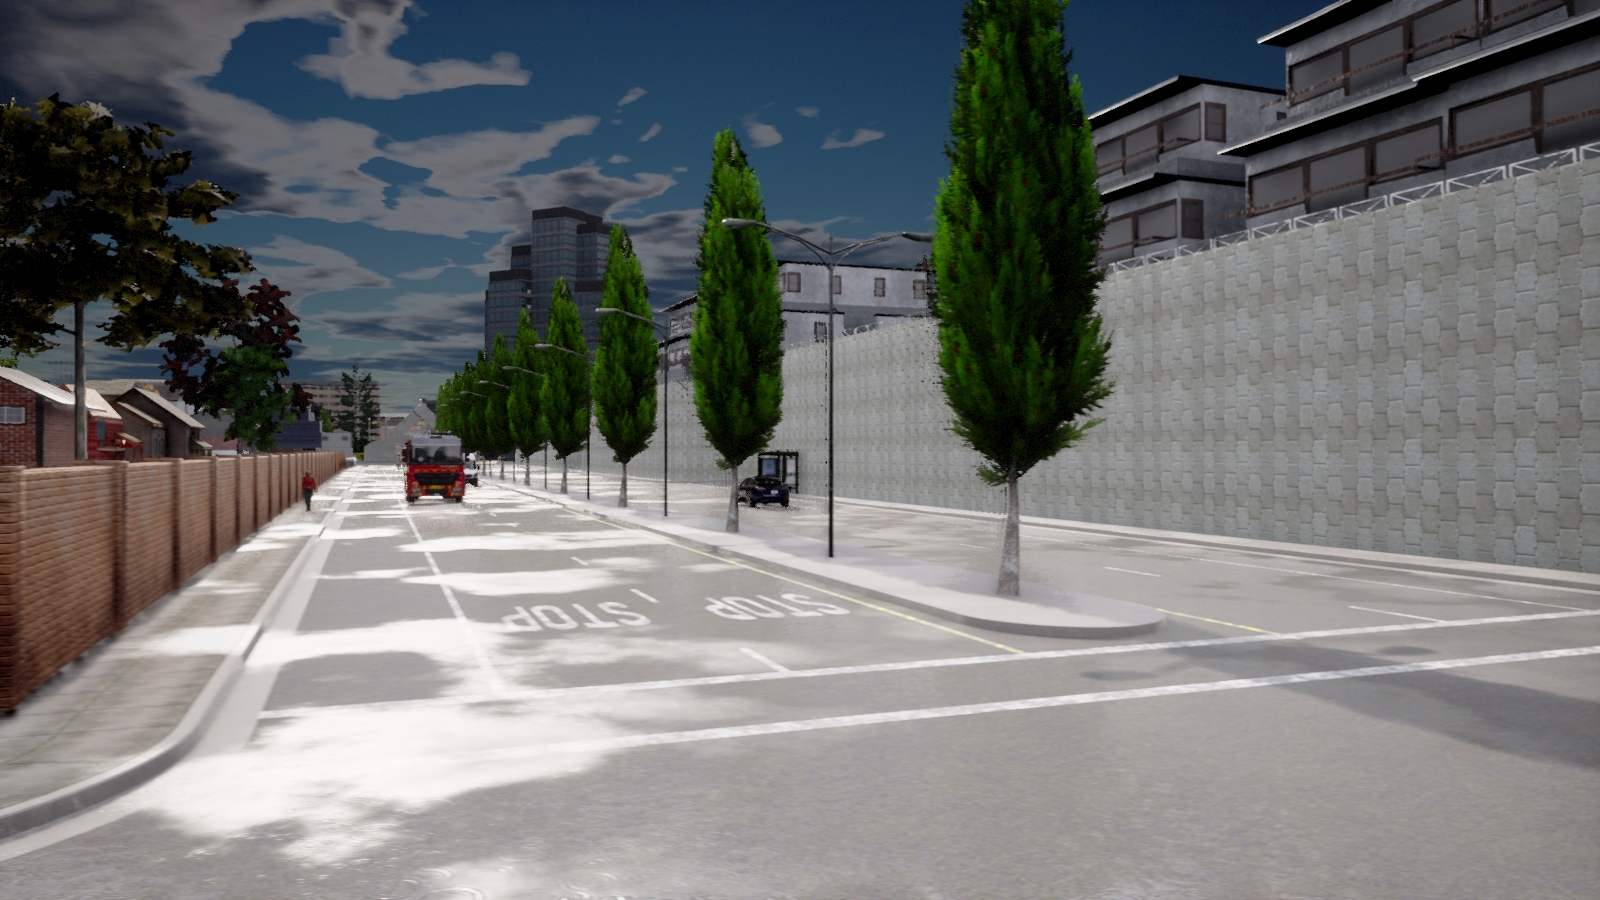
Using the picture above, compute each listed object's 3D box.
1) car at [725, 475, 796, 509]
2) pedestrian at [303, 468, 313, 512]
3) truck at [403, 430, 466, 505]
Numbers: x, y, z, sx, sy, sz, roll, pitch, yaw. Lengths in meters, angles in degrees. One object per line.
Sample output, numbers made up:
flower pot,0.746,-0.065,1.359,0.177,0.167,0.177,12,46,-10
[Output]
car,-2.030,2.071,57.116,2.163,1.488,4.792,0,0,-21
pedestrian,-21.082,1.695,48.969,0.375,1.860,0.375,0,0,-21
truck,-20.251,0.892,62.969,2.891,3.827,8.468,0,0,-21
